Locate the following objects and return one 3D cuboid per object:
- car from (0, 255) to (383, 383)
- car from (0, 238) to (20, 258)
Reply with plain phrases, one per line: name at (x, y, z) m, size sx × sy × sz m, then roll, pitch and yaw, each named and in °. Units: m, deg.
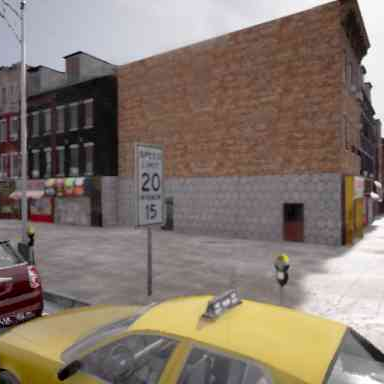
car at (0.018, 1.505, 2.790) m, size 4.829 × 1.417 × 1.752 m, roll 0°, pitch 0°, yaw 33°
car at (-4.475, 1.409, 5.732) m, size 4.097 × 1.590 × 1.967 m, roll 0°, pitch 0°, yaw 33°
